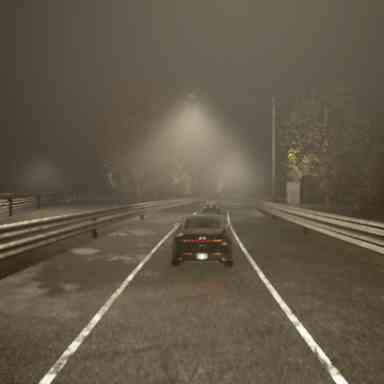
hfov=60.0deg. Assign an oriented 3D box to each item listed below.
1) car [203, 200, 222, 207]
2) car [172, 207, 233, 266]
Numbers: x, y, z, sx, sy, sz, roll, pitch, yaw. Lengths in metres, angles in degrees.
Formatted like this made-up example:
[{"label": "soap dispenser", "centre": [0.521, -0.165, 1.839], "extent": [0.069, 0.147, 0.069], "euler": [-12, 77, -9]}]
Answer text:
[{"label": "car", "centre": [2.215, 1.559, 35.760], "extent": [2.033, 1.411, 5.357], "euler": [0, 0, 7]}, {"label": "car", "centre": [0.373, 1.516, 11.626], "extent": [1.837, 1.490, 4.892], "euler": [0, 0, 2]}]
